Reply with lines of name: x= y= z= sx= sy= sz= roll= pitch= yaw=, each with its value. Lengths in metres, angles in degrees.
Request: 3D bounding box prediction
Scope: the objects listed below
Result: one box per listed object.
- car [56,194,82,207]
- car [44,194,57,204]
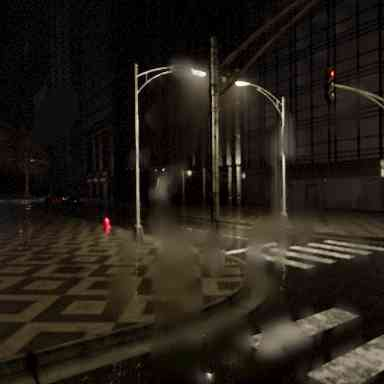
car: x=-15.924 y=1.159 z=43.745 sx=1.994 sy=1.385 sz=4.181 roll=-1 pitch=1 yaw=-35
car: x=-21.447 y=0.994 z=51.423 sx=1.882 sy=1.535 sz=5.008 roll=-1 pitch=1 yaw=-35
